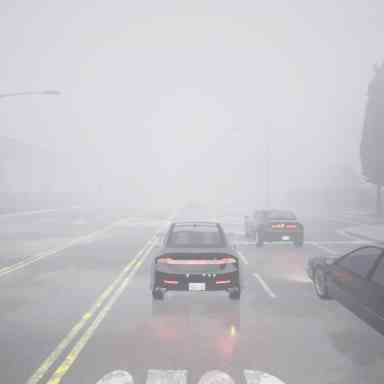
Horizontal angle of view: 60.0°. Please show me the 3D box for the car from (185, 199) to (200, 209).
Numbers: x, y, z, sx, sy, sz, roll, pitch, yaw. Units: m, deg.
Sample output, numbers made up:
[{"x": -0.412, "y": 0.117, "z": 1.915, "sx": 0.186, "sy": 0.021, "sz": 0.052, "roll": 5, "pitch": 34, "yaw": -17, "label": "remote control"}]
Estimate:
[{"x": 0.023, "y": 1.601, "z": 44.136, "sx": 1.895, "sy": 1.301, "sz": 4.718, "roll": 0, "pitch": 0, "yaw": 0, "label": "car"}]

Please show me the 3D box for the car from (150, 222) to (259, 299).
[{"x": 0.086, "y": 1.492, "z": 8.417, "sx": 2.128, "sy": 1.511, "sz": 4.902, "roll": 0, "pitch": 0, "yaw": 0, "label": "car"}]

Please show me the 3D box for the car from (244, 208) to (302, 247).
[{"x": 3.574, "y": 1.505, "z": 15.116, "sx": 1.837, "sy": 1.490, "sz": 4.892, "roll": 0, "pitch": 0, "yaw": 0, "label": "car"}]

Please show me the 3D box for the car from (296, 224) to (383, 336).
[{"x": 3.591, "y": 1.547, "z": 5.370, "sx": 2.033, "sy": 1.411, "sz": 5.357, "roll": 0, "pitch": 0, "yaw": 0, "label": "car"}]
